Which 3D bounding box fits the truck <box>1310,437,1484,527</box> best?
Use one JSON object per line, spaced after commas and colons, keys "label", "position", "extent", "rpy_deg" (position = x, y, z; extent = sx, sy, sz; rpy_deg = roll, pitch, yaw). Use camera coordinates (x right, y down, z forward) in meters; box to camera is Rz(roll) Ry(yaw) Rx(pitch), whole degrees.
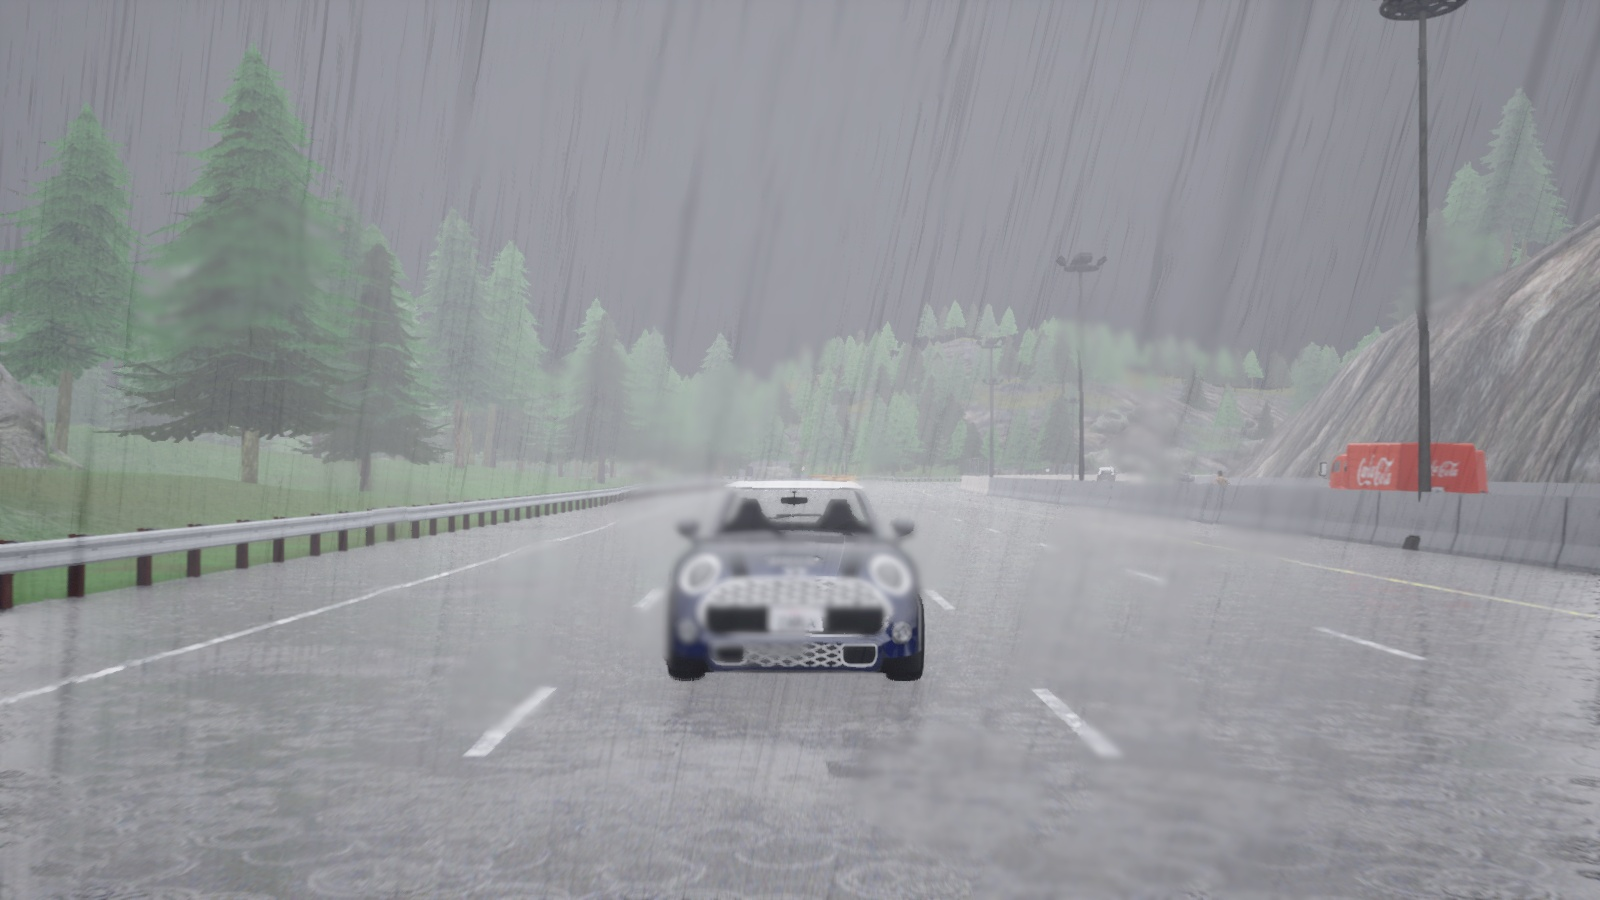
{"label": "truck", "position": [17.408, 0.888, 36.987], "extent": [2.627, 2.467, 5.204], "rpy_deg": [0, 0, 0]}

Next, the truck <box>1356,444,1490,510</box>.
{"label": "truck", "position": [24.378, 1.058, 49.429], "extent": [2.627, 2.467, 5.204], "rpy_deg": [0, -1, 0]}

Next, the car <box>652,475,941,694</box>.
{"label": "car", "position": [-0.022, 0.956, 10.498], "extent": [1.970, 1.475, 3.806], "rpy_deg": [0, -1, 0]}
